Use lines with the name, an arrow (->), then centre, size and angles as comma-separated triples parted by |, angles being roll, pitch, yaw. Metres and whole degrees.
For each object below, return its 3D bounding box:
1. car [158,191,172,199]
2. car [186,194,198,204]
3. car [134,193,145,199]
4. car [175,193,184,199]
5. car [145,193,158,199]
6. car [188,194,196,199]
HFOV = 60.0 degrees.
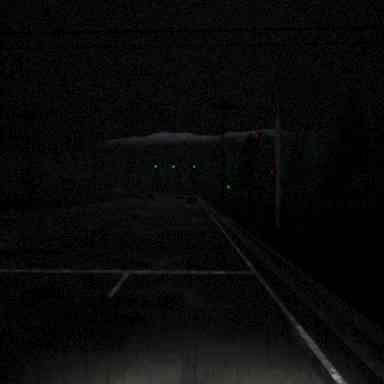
car -> -7.001, 1.024, 87.620 | 2.097, 1.767, 4.553 | 0, 0, 0
car -> -0.001, 1.383, 57.555 | 1.895, 1.301, 4.718 | 0, 0, 0
car -> -14.002, 1.192, 87.633 | 1.812, 1.442, 4.674 | 0, 0, 0
car -> -3.502, 1.169, 87.541 | 1.837, 1.490, 4.892 | 0, 0, 0
car -> -10.502, 1.169, 87.364 | 1.837, 1.490, 4.892 | 0, 0, 0
car -> -0.002, 1.220, 87.845 | 1.994, 1.385, 4.181 | 0, 0, 0
